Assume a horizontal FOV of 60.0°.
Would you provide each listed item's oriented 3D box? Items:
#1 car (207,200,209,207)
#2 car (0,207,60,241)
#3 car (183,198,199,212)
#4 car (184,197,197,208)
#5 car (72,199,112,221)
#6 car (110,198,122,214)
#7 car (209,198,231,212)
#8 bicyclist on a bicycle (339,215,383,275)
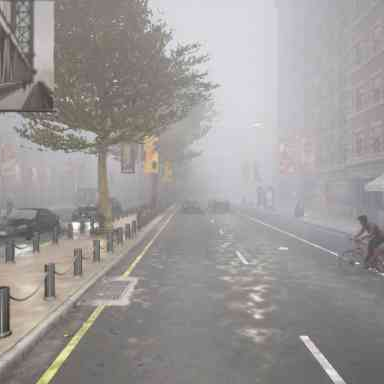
[{"bbox_3d":[3.259,1.564,47.363,1.994,1.385,4.181,0,0,0],"label":"car"},{"bbox_3d":[-8.181,1.526,16.731,1.812,1.442,4.674,0,0,0],"label":"car"},{"bbox_3d":[-0.121,1.601,38.746,1.895,1.301,4.718,0,0,0],"label":"car"},{"bbox_3d":[-0.188,1.526,48.070,1.812,1.442,4.674,0,0,1],"label":"car"},{"bbox_3d":[-8.149,1.564,26.929,1.994,1.385,4.181,0,0,0],"label":"car"},{"bbox_3d":[-8.234,1.352,32.062,2.097,1.767,4.553,0,0,0],"label":"car"},{"bbox_3d":[3.315,1.478,38.376,1.882,1.535,5.008,0,0,0],"label":"car"},{"bbox_3d":[4.792,1.448,9.008,1.656,1.620,0.582,0,0,0],"label":"bicyclist on a bicycle"}]
